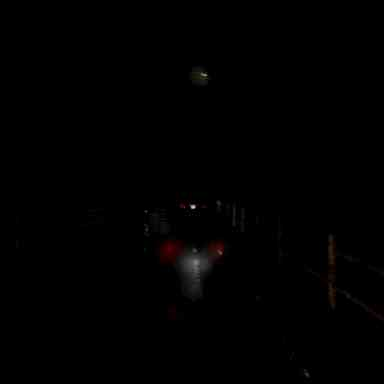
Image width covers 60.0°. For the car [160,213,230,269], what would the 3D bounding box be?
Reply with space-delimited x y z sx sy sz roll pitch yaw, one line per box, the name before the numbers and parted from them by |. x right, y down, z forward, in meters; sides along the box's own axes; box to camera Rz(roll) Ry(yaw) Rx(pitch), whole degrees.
car | 0.094 1.588 11.019 1.895 1.301 4.718 0 0 0

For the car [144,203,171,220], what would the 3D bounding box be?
car | -2.847 1.572 27.840 1.895 1.301 4.718 0 0 0

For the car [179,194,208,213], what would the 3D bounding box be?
car | 0.099 1.194 26.950 2.150 2.045 5.566 0 0 0
